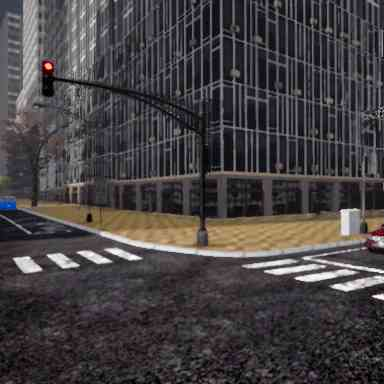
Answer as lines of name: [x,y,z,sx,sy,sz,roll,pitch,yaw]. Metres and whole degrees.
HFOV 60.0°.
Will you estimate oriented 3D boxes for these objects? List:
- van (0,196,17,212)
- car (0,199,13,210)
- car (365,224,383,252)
van: [-21.936,1.372,39.549,1.690,1.788,3.998,1,0,-34]
car: [-25.137,1.616,44.245,1.802,1.307,4.206,1,0,-34]
car: [9.436,1.827,14.377,4.674,1.442,1.812,1,-1,-34]
